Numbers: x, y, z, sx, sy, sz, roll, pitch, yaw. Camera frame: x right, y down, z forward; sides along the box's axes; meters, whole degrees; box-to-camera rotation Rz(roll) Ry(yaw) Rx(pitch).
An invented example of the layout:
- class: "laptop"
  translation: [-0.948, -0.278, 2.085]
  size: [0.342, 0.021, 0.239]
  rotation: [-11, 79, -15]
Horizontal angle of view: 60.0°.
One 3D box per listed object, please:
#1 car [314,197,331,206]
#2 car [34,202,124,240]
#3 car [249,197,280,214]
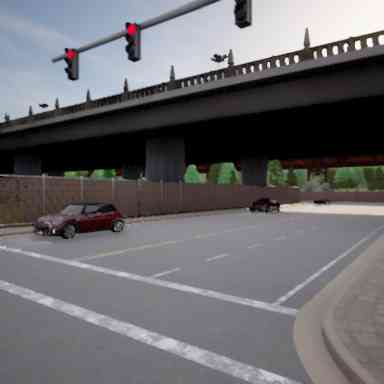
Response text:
- class: "car"
  translation: [22.347, 1.565, 56.962]
  size: [1.895, 1.301, 4.718]
  rotation: [0, 0, 35]
- class: "car"
  translation: [-5.784, 1.354, 17.409]
  size: [2.097, 1.767, 4.553]
  rotation: [0, 0, 35]
- class: "car"
  translation: [8.109, 1.398, 36.943]
  size: [2.097, 1.767, 4.553]
  rotation: [0, 0, 35]
